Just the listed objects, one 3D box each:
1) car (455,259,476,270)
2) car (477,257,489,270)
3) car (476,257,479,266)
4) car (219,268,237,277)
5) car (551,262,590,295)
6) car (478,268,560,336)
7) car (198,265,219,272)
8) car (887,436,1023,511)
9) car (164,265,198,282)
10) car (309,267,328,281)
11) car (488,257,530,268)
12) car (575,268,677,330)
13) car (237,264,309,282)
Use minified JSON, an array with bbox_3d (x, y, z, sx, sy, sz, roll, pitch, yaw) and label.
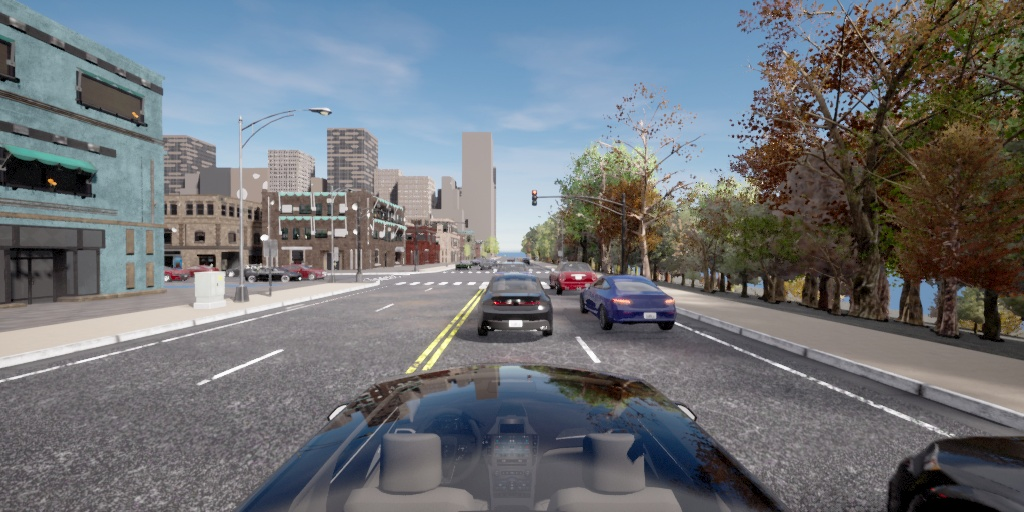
[{"bbox_3d":[-6.740,1.337,50.573,1.895,1.301,4.718,0,0,2],"label":"car"},{"bbox_3d":[-3.518,1.240,50.982,1.837,1.490,4.892,0,0,-2],"label":"car"},{"bbox_3d":[-6.744,1.330,64.060,1.895,1.301,4.718,0,0,0],"label":"car"},{"bbox_3d":[-28.392,1.556,38.703,4.403,1.370,2.007,0,0,0],"label":"car"},{"bbox_3d":[3.298,1.098,19.936,2.097,1.767,4.553,0,0,0],"label":"car"},{"bbox_3d":[0.075,1.253,10.350,1.837,1.490,4.892,0,0,0],"label":"car"},{"bbox_3d":[-33.928,1.650,38.692,4.207,1.307,1.802,0,0,0],"label":"car"},{"bbox_3d":[3.351,1.314,0.477,1.994,1.385,4.181,0,0,0],"label":"car"},{"bbox_3d":[-32.433,1.588,32.900,5.008,1.535,1.882,0,1,0],"label":"car"},{"bbox_3d":[-19.498,1.487,32.929,4.674,1.442,1.812,-1,1,-1],"label":"car"},{"bbox_3d":[0.048,1.098,19.259,2.097,1.767,4.553,0,0,0],"label":"car"},{"bbox_3d":[3.324,1.274,10.948,1.812,1.442,4.674,0,0,0],"label":"car"},{"bbox_3d":[-20.033,1.561,30.216,4.313,1.339,1.948,0,0,0],"label":"car"}]
